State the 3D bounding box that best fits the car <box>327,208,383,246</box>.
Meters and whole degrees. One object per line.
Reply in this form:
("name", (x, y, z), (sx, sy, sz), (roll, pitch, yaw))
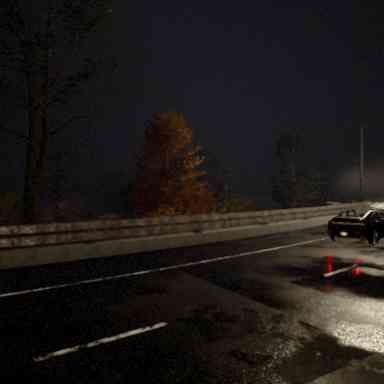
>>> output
("car", (8.074, 1.522, 15.541), (4.902, 1.511, 2.128), (0, 0, -44))
